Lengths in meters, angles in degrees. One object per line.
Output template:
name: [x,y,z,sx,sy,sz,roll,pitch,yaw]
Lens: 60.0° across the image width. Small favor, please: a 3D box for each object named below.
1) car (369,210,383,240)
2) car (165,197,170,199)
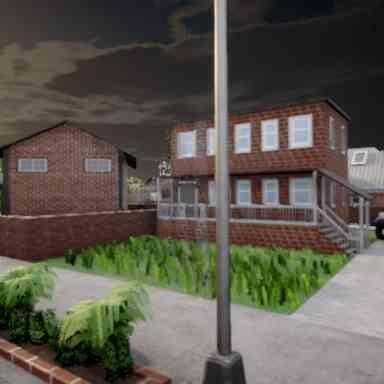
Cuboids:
car: [8.833,0.971,12.351,3.866,1.878,1.905,-1,0,36]
car: [-5.195,1.616,88.867,3.866,1.878,1.905,0,0,-19]
